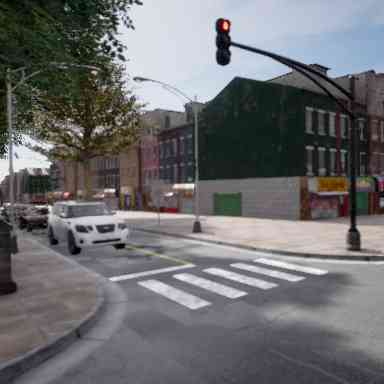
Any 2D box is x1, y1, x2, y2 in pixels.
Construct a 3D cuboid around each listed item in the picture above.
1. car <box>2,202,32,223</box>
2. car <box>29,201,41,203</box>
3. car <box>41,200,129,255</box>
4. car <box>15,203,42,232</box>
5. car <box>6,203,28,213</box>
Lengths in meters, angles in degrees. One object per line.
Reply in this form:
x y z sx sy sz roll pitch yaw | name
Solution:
-16.649 2.017 31.487 1.837 1.490 4.892 -1 0 -35 | car
-20.952 2.217 42.594 1.994 1.385 4.181 -1 0 -35 | car
-4.821 1.412 14.858 2.150 2.045 5.566 -1 0 -36 | car
-10.674 1.824 23.079 1.882 1.535 5.008 -1 0 -36 | car
-26.722 2.370 50.718 2.033 1.411 5.357 -1 0 -37 | car
